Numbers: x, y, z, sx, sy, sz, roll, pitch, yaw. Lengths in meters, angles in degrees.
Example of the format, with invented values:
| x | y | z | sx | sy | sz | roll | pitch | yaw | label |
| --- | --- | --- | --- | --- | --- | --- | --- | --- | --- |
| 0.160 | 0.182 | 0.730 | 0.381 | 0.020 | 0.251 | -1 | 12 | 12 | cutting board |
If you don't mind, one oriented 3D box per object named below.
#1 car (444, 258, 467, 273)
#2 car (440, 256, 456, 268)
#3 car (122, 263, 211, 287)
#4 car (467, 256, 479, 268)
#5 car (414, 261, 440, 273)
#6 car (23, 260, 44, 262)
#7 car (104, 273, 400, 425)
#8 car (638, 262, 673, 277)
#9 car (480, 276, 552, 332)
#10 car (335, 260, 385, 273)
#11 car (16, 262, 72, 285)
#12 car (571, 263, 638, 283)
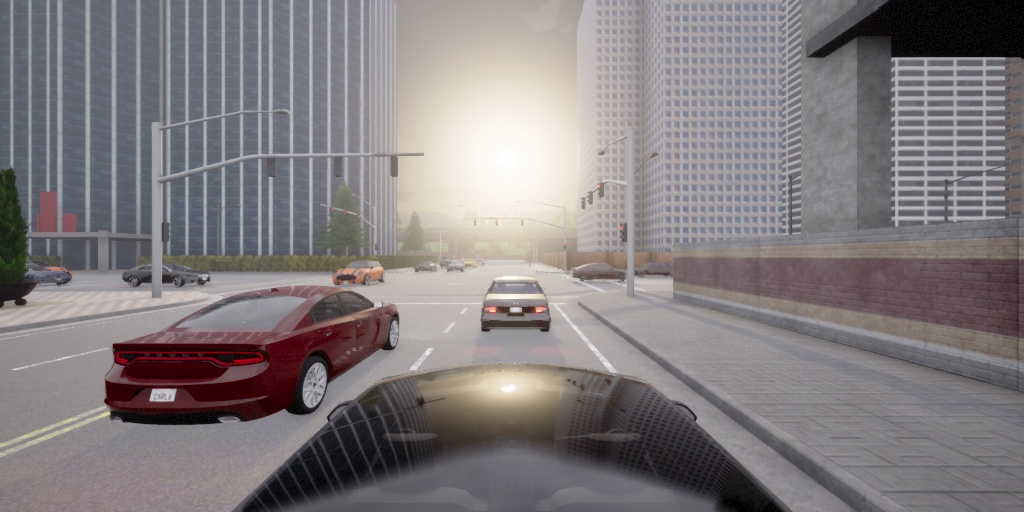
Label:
| x | y | z | sx | sy | sz | roll | pitch | yaw | label |
| --- | --- | --- | --- | --- | --- | --- | --- | --- | --- |
| -6.874 | 1.275 | 43.891 | 1.812 | 1.442 | 4.674 | 0 | 0 | -4 | car |
| -10.520 | 0.971 | 59.829 | 2.150 | 2.045 | 5.566 | 0 | 0 | 1 | car |
| -22.785 | 1.241 | 23.758 | 4.902 | 1.511 | 2.128 | 0 | 0 | 1 | car |
| -7.029 | 1.227 | 59.087 | 1.882 | 1.535 | 5.008 | 0 | 0 | 0 | car |
| -10.558 | 1.314 | 44.053 | 1.994 | 1.385 | 4.181 | 0 | 0 | 0 | car |
| -36.538 | 1.102 | 27.176 | 4.553 | 1.767 | 2.097 | 0 | 0 | 0 | car |
| -3.439 | 1.228 | 6.030 | 1.882 | 1.535 | 5.008 | 0 | 0 | 0 | car |
| 13.922 | 1.297 | 34.818 | 5.357 | 1.411 | 2.033 | 0 | 0 | 0 | car |
| 0.092 | 1.297 | 10.842 | 2.033 | 1.411 | 5.357 | 0 | 0 | 0 | car |
| -10.579 | 1.102 | 25.073 | 2.097 | 1.767 | 4.553 | 0 | 0 | 0 | car |
| -32.320 | 1.276 | 23.708 | 4.674 | 1.442 | 1.812 | 0 | 0 | 0 | car |
| 6.955 | 1.276 | 27.823 | 4.674 | 1.442 | 1.812 | 0 | 0 | 6 | car |
